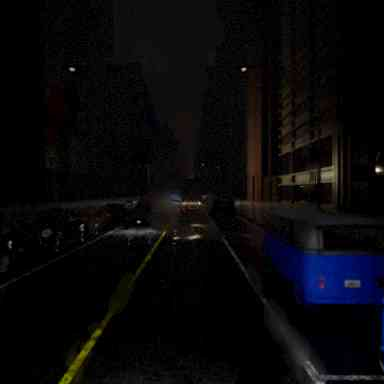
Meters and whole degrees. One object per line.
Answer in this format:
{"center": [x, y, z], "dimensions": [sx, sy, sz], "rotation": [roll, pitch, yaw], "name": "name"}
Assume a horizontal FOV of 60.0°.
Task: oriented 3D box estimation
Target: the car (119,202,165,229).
{"center": [-3.106, 1.547, 21.390], "dimensions": [1.994, 1.385, 4.181], "rotation": [0, 0, 0], "name": "car"}

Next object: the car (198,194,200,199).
{"center": [2.741, 1.530, 64.343], "dimensions": [1.947, 1.339, 4.313], "rotation": [0, 0, 0], "name": "car"}

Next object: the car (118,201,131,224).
{"center": [-5.771, 1.546, 24.594], "dimensions": [1.947, 1.339, 4.313], "rotation": [0, 0, 0], "name": "car"}

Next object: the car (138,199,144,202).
{"center": [-5.773, 1.501, 30.100], "dimensions": [1.752, 1.417, 4.829], "rotation": [0, 0, 0], "name": "car"}

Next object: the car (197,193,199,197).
{"center": [2.737, 1.404, 75.698], "dimensions": [1.967, 1.590, 4.097], "rotation": [0, 0, 0], "name": "car"}

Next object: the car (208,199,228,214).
{"center": [2.750, 1.498, 36.125], "dimensions": [1.752, 1.417, 4.829], "rotation": [0, 0, 0], "name": "car"}

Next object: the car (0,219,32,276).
{"center": [-5.765, 1.544, 7.561], "dimensions": [2.008, 1.369, 4.403], "rotation": [0, 0, 0], "name": "car"}

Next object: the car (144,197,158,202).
{"center": [-5.777, 1.514, 41.626], "dimensions": [1.887, 1.381, 4.507], "rotation": [0, 0, 0], "name": "car"}

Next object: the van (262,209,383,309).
{"center": [2.760, 1.335, 7.567], "dimensions": [1.690, 1.788, 3.998], "rotation": [0, 0, 0], "name": "van"}

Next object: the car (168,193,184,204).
{"center": [-3.044, 1.441, 63.759], "dimensions": [1.882, 1.535, 5.008], "rotation": [0, 0, 1], "name": "car"}

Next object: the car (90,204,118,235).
{"center": [-5.769, 1.510, 18.746], "dimensions": [1.752, 1.417, 4.829], "rotation": [0, 0, 0], "name": "car"}

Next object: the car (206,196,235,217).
{"center": [2.752, 1.291, 30.276], "dimensions": [2.192, 1.841, 5.009], "rotation": [0, 0, 0], "name": "car"}

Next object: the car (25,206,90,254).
{"center": [-5.767, 1.429, 13.239], "dimensions": [1.967, 1.590, 4.097], "rotation": [0, 0, 0], "name": "car"}

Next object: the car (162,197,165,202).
{"center": [-5.780, 1.510, 52.980], "dimensions": [1.887, 1.381, 4.507], "rotation": [0, 0, 0], "name": "car"}

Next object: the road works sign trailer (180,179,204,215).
{"center": [-0.011, 0.438, 33.482], "dimensions": [2.380, 3.560, 2.880], "rotation": [0, 0, 0], "name": "road works sign trailer"}

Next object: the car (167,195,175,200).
{"center": [-5.794, 1.515, 92.722], "dimensions": [2.008, 1.369, 4.403], "rotation": [0, 0, 0], "name": "car"}

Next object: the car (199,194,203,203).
{"center": [2.743, 1.405, 58.665], "dimensions": [1.967, 1.590, 4.097], "rotation": [0, 0, 0], "name": "car"}

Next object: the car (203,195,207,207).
{"center": [2.748, 1.409, 41.633], "dimensions": [1.967, 1.590, 4.097], "rotation": [0, 0, 0], "name": "car"}

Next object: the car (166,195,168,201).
{"center": [-5.782, 1.530, 58.658], "dimensions": [1.947, 1.339, 4.313], "rotation": [0, 0, 0], "name": "car"}

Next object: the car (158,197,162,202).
{"center": [-5.779, 1.492, 47.133], "dimensions": [1.752, 1.417, 4.829], "rotation": [0, 0, 0], "name": "car"}

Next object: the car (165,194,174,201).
{"center": [-5.792, 1.404, 87.044], "dimensions": [1.967, 1.590, 4.097], "rotation": [0, 0, 0], "name": "car"}

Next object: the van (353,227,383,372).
{"center": [2.762, 1.340, 1.889], "dimensions": [1.690, 1.788, 3.998], "rotation": [0, 0, 0], "name": "van"}

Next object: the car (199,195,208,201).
{"center": [2.735, 1.530, 81.375], "dimensions": [1.947, 1.339, 4.313], "rotation": [0, 0, 0], "name": "car"}
